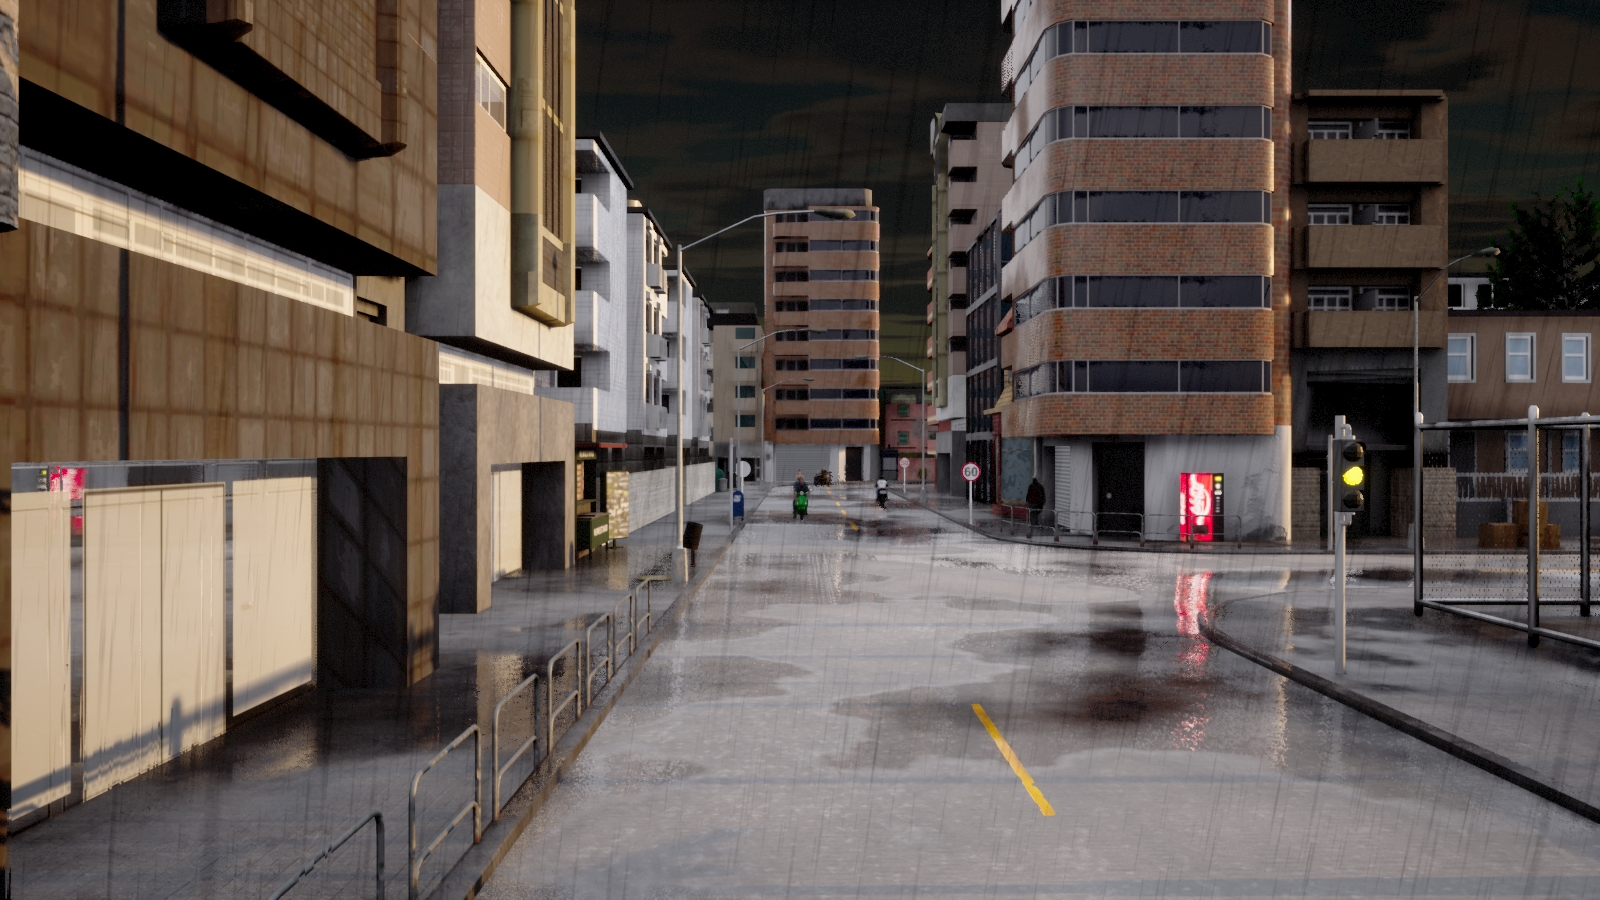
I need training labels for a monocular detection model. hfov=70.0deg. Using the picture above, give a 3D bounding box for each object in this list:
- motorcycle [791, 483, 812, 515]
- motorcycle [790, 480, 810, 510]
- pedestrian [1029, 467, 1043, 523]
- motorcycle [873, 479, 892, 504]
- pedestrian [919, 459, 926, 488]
[{"bbox_3d":[0.063,1.970,46.521,0.856,1.236,1.805,0,0,0],"label":"motorcycle"},{"bbox_3d":[0.019,1.970,50.389,0.856,1.236,1.805,0,0,0],"label":"motorcycle"},{"bbox_3d":[7.976,1.522,38.602,0.375,1.860,0.375,0,0,-6],"label":"pedestrian"},{"bbox_3d":[4.028,2.002,55.955,0.803,1.145,2.033,0,0,0],"label":"motorcycle"},{"bbox_3d":[8.088,1.536,75.304,0.375,1.860,0.375,0,0,-2],"label":"pedestrian"}]
